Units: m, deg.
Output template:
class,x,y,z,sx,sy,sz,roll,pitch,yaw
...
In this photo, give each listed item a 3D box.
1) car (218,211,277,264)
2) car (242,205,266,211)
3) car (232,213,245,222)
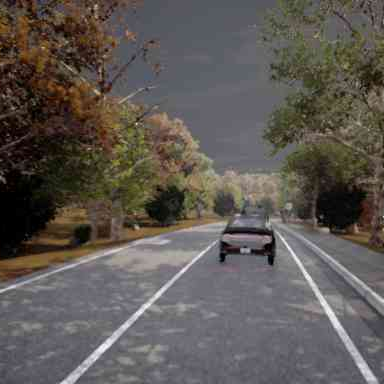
class,x,y,z,sx,sy,sz,roll,pitch,yaw
car,2.141,1.660,12.579,2.128,1.511,4.902,0,-2,12
car,4.950,2.099,26.506,2.150,2.045,5.566,0,-3,12
car,8.333,4.517,59.508,1.812,1.442,4.674,0,-3,15
